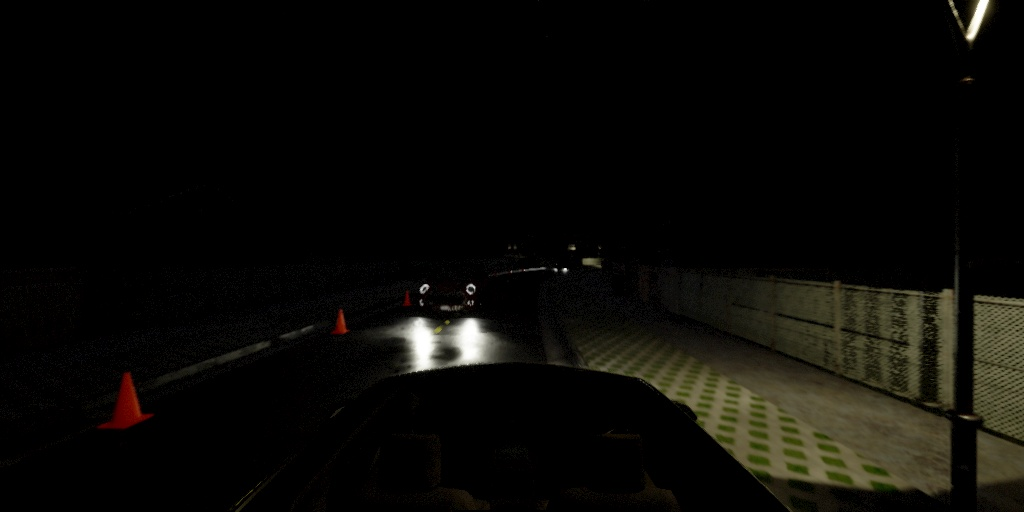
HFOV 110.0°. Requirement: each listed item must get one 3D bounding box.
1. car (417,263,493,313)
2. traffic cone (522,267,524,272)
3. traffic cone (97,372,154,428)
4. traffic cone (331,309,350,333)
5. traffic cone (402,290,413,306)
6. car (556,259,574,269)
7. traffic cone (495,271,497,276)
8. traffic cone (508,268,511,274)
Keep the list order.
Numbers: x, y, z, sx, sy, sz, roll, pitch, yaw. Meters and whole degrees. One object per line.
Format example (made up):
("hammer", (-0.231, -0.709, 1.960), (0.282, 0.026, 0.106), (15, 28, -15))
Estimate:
("car", (-2.010, 1.082, 13.761), (2.097, 1.767, 4.553), (0, 0, 4))
("traffic cone", (1.318, 1.676, 44.472), (0.340, 0.580, 0.340), (0, 0, 19))
("traffic cone", (-4.616, 1.691, 4.294), (0.340, 0.580, 0.340), (0, 0, 1))
("traffic cone", (-4.473, 1.685, 9.351), (0.340, 0.580, 0.340), (0, 0, 2))
("traffic cone", (-4.210, 1.680, 14.403), (0.340, 0.580, 0.340), (0, 0, 4))
("car", (8.607, 1.251, 57.975), (1.837, 1.490, 4.892), (0, 0, 29))
("traffic cone", (-1.559, 1.671, 34.613), (0.340, 0.580, 0.340), (0, 0, 13))
("traffic cone", (-0.259, 1.673, 39.583), (0.340, 0.580, 0.340), (0, 0, 16))
